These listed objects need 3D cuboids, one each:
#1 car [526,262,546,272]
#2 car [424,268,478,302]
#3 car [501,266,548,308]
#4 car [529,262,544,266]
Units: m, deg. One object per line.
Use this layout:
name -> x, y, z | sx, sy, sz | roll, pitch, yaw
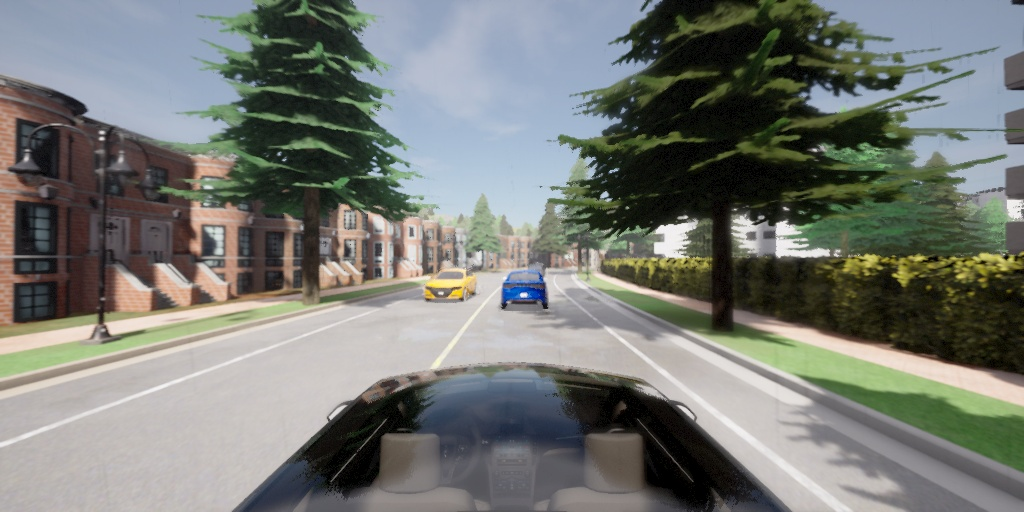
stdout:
car -> 4.132, 1.843, 60.686 | 1.837, 1.490, 4.892 | 0, -1, 23
car -> -2.981, 1.390, 18.309 | 1.882, 1.535, 5.008 | 0, -1, 4
car -> 0.595, 1.371, 16.143 | 1.882, 1.535, 5.008 | 0, -1, 3
car -> 2.528, 1.649, 36.931 | 2.033, 1.411, 5.357 | 0, -1, 8
